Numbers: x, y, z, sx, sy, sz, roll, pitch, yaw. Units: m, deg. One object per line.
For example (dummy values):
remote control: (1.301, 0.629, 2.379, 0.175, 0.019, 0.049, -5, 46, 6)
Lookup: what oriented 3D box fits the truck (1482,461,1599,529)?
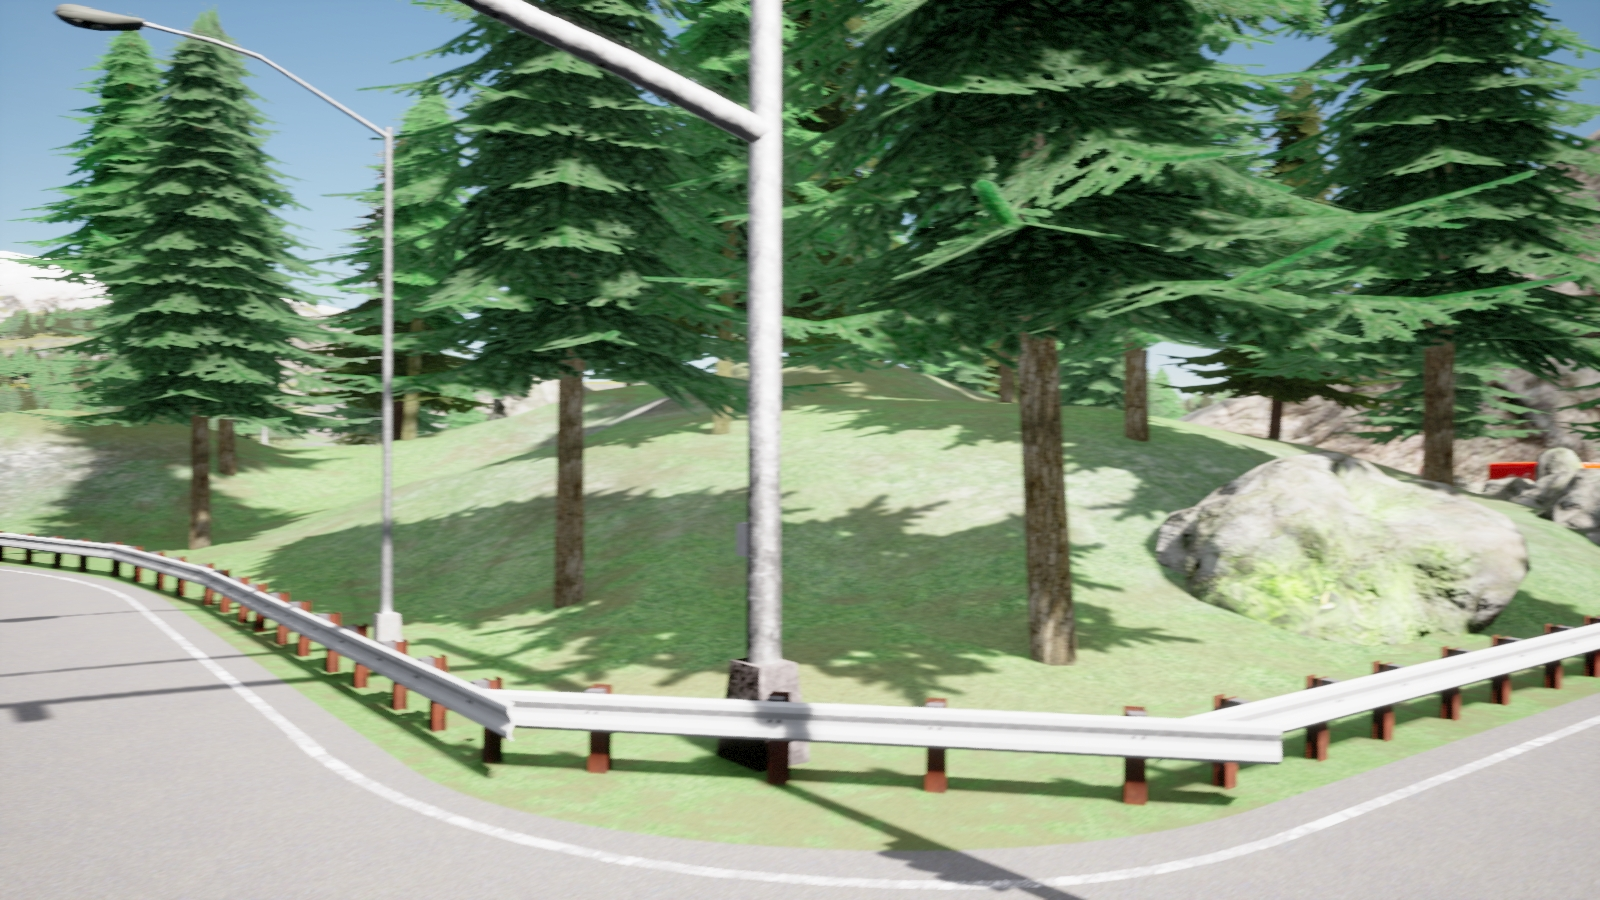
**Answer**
truck: (29.879, 1.695, 44.345, 2.627, 2.467, 5.204, 0, 0, -30)
